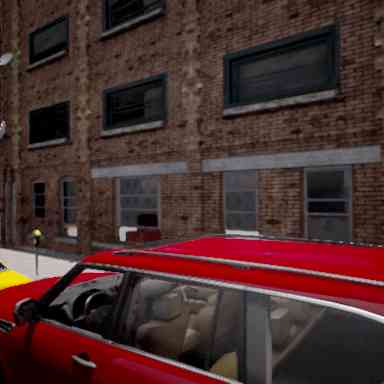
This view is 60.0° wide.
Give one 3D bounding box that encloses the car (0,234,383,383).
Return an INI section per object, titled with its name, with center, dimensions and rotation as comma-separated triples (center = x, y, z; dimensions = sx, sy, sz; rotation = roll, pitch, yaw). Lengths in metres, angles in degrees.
[car]
center = -0.091, 1.331, 2.942
dimensions = 5.009, 1.841, 2.192
rotation = -1, -1, 36
